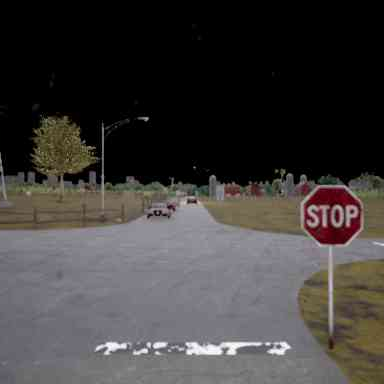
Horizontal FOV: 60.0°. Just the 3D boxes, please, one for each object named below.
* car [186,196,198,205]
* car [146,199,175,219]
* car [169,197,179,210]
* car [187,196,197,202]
[{"bbox_3d":[0.000,1.547,61.028,1.882,1.535,5.008,0,0,0],"label":"car"},{"bbox_3d":[-2.835,1.589,29.719,1.994,1.385,4.181,0,0,1],"label":"car"},{"bbox_3d":[-2.835,1.635,39.638,1.895,1.301,4.718,0,0,0],"label":"car"},{"bbox_3d":[0.000,1.478,71.455,1.994,1.385,4.181,0,0,0],"label":"car"}]
